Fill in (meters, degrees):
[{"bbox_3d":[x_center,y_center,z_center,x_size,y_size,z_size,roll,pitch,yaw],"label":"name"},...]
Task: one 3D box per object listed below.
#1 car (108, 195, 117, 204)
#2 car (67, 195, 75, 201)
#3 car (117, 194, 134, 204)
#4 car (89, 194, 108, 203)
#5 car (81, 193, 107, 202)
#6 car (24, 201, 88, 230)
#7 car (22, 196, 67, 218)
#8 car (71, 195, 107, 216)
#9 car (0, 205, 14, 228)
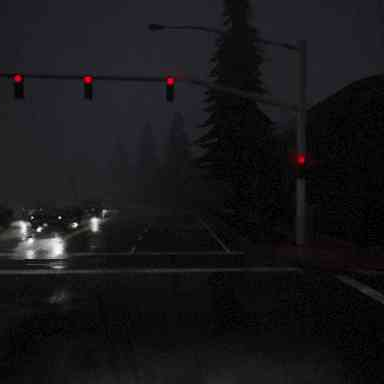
[{"bbox_3d":[-13.804,1.124,51.102,1.837,1.490,4.892,0,1,-37],"label":"car"},{"bbox_3d":[-14.426,1.214,36.907,2.128,1.511,4.902,0,0,-21],"label":"car"},{"bbox_3d":[-11.060,1.096,53.271,2.128,1.511,4.902,0,1,-37],"label":"car"},{"bbox_3d":[-11.436,1.187,38.884,1.882,1.535,5.008,0,0,-22],"label":"car"},{"bbox_3d":[-18.001,1.036,60.926,4.902,1.511,2.128,0,1,40],"label":"car"},{"bbox_3d":[-8.018,1.449,20.103,1.895,1.301,4.718,0,0,-4],"label":"car"},{"bbox_3d":[-12.137,1.287,27.053,2.128,1.511,4.902,0,0,-7],"label":"car"},{"bbox_3d":[-8.902,1.286,29.170,1.837,1.490,4.892,0,0,-9],"label":"car"},{"bbox_3d":[-11.397,1.342,17.707,1.882,1.535,5.008,0,0,-3],"label":"car"}]
